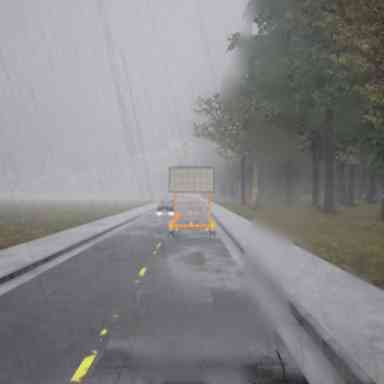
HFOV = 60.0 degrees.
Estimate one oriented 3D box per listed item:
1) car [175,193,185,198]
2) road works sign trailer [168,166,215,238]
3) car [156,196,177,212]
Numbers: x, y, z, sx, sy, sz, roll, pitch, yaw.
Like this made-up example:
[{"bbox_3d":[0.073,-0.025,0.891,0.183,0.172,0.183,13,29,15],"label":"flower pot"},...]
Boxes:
[{"bbox_3d":[-2.784,0.763,78.926,2.150,2.045,5.566,0,0,0],"label":"car"},{"bbox_3d":[-0.008,0.430,17.346,2.380,3.560,2.880,0,0,0],"label":"road works sign trailer"},{"bbox_3d":[-2.860,1.473,37.522,2.033,1.411,5.357,0,0,0],"label":"car"}]
